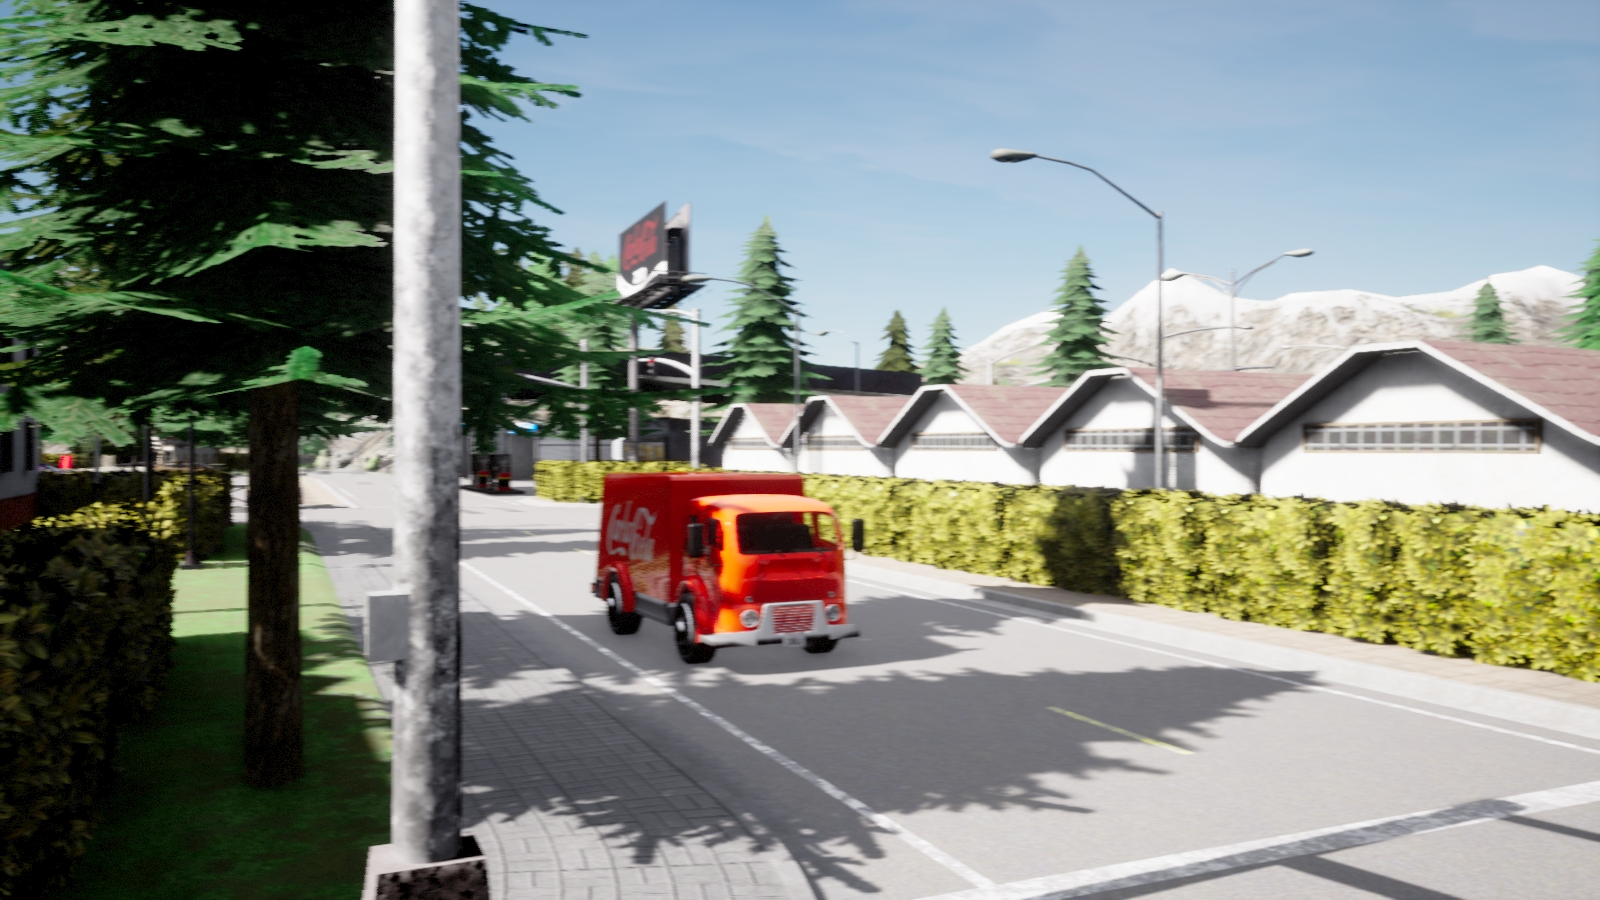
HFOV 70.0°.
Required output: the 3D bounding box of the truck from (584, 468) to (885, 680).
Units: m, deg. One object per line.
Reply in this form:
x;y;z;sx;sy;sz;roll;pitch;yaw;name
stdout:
-1.198;1.548;16.739;2.627;2.467;5.204;0;0;-26;truck
